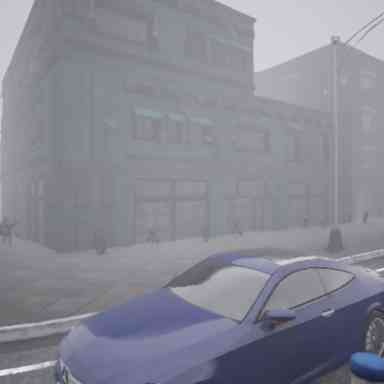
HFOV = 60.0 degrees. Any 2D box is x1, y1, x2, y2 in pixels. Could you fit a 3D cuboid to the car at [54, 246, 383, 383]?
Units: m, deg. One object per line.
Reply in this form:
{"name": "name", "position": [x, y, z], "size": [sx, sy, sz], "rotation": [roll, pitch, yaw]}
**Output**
{"name": "car", "position": [0.776, 1.504, 4.217], "size": [4.674, 1.442, 1.812], "rotation": [0, 0, -35]}
